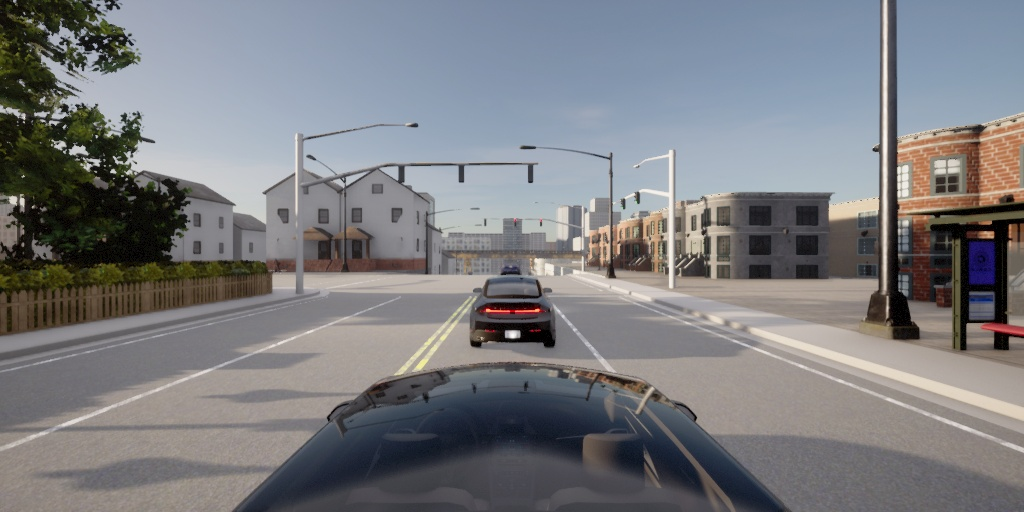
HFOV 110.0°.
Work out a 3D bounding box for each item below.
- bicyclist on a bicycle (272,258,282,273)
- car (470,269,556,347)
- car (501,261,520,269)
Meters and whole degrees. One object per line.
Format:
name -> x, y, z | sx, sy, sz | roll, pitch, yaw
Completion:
bicyclist on a bicycle -> -25.503, 1.050, 38.848 | 0.582, 1.620, 1.656 | 0, 0, 0
car -> 0.015, 1.254, 9.291 | 1.837, 1.490, 4.892 | 0, 0, 0
car -> -0.155, 1.498, 41.532 | 2.097, 1.767, 4.553 | 0, -7, 0
